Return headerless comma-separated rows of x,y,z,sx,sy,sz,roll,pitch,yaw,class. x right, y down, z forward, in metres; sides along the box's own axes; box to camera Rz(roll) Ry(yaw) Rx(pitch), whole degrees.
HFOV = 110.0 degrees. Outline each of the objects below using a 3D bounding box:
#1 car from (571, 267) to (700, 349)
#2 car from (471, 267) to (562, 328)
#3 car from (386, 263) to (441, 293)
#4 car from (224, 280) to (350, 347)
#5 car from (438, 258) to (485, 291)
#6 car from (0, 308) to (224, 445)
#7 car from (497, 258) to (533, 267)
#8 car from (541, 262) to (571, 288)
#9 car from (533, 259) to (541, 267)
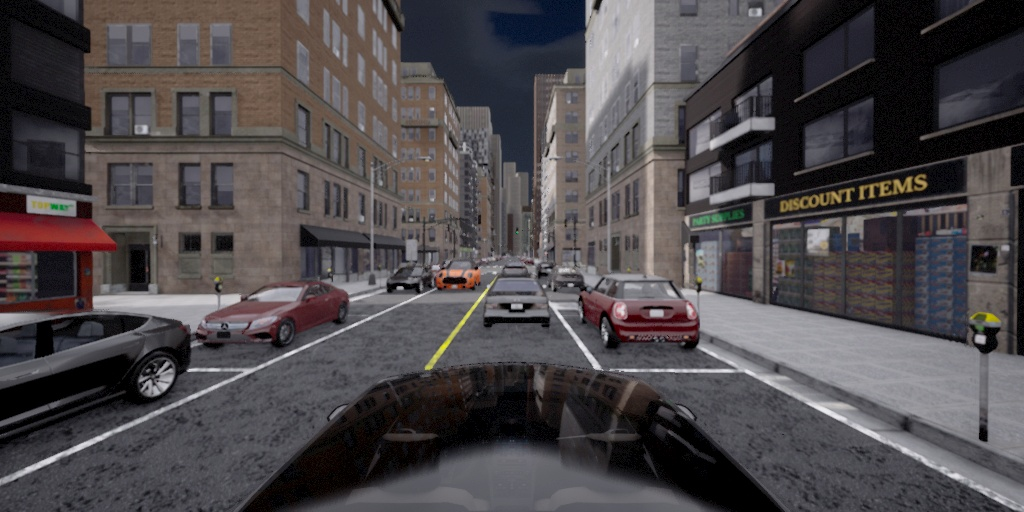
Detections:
2.892,1.152,9.071,1.967,1.591,4.097,0,0,0,car
0.143,1.250,11.148,2.033,1.411,5.357,0,0,1,car
-5.579,1.225,20.116,1.948,1.339,4.313,0,0,0,car
-5.633,1.296,9.114,1.802,1.307,4.207,0,0,0,car
-2.988,1.006,20.990,2.097,1.767,4.553,0,0,1,car
-5.661,1.307,3.613,1.948,1.339,4.313,0,0,0,car
0.223,1.115,27.158,2.128,1.511,4.902,0,0,0,car
2.946,1.208,20.074,2.007,1.370,4.403,0,0,0,car
3.002,1.170,31.076,1.948,1.339,4.313,0,0,0,car
